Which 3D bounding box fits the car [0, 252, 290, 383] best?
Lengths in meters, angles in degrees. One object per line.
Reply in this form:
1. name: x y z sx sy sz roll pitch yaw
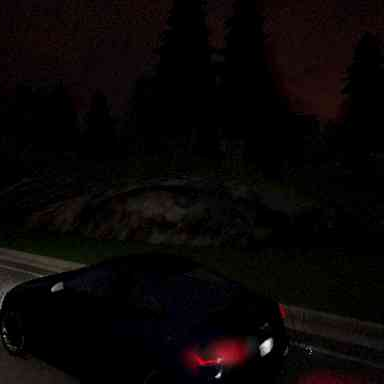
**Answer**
1. car: -0.854 1.563 4.601 4.181 1.385 1.994 0 0 35
